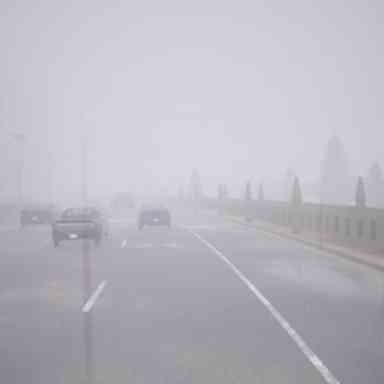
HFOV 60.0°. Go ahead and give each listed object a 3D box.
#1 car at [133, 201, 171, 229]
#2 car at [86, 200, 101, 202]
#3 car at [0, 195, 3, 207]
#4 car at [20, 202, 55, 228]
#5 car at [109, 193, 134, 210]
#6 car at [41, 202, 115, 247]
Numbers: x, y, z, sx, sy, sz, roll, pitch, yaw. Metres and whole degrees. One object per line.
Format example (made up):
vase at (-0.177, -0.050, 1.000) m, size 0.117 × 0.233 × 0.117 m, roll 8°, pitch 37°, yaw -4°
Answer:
car at (-2.527, 1.395, 21.195) m, size 1.882 × 1.535 × 5.008 m, roll 0°, pitch 1°, yaw -12°
car at (-11.104, 1.498, 37.291) m, size 1.895 × 1.301 × 4.718 m, roll 0°, pitch 0°, yaw -22°
car at (-23.920, 1.201, 39.708) m, size 2.150 × 2.045 × 5.566 m, roll 0°, pitch 0°, yaw -27°
car at (-9.885, 1.428, 22.113) m, size 1.882 × 1.535 × 5.008 m, roll 0°, pitch 0°, yaw -13°
car at (-8.553, 1.089, 40.221) m, size 2.150 × 2.045 × 5.566 m, roll 0°, pitch 0°, yaw -23°
car at (-4.870, 1.444, 14.974) m, size 2.128 × 1.511 × 4.902 m, roll 0°, pitch 0°, yaw -9°
